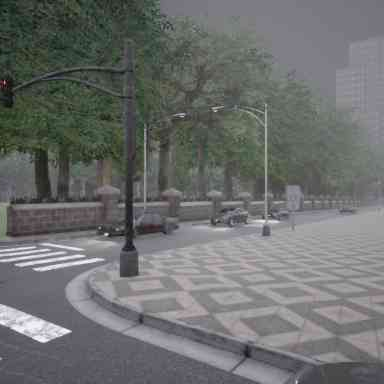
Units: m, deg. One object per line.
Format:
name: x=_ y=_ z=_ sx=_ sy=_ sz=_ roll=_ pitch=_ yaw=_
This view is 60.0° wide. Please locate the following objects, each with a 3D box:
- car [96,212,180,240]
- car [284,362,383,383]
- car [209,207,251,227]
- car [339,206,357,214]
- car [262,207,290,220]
car: x=-2.895 y=1.867 z=19.368 sx=2.033 sy=1.411 sz=5.357 roll=0 pitch=-1 yaw=35
car: x=2.349 y=1.551 z=1.283 sx=4.403 sy=1.369 sz=2.008 roll=0 pitch=0 yaw=36
car: x=3.302 y=2.044 z=28.109 sx=1.837 sy=1.490 sz=4.892 roll=0 pitch=-1 yaw=35
car: x=25.192 y=2.844 z=53.472 sx=1.895 sy=1.301 sz=4.718 roll=0 pitch=-1 yaw=36
car: x=9.208 y=2.317 z=36.426 sx=1.994 sy=1.385 sz=4.181 roll=0 pitch=-1 yaw=35
